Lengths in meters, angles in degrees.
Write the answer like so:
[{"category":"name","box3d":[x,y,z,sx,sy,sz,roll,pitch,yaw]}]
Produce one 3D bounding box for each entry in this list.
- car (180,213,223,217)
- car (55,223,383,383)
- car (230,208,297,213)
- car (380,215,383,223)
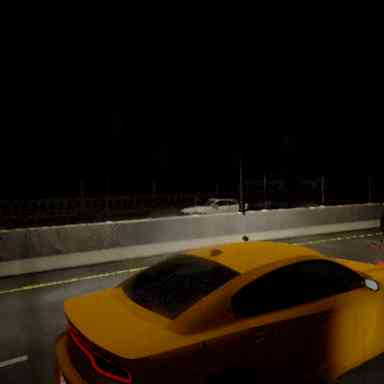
[{"category":"car","box3d":[1.481,1.133,20.822,4.674,1.442,1.812,-2,1,-27]},{"category":"car","box3d":[0.977,1.385,4.190,5.008,1.535,1.882,-2,1,-33]},{"category":"car","box3d":[4.398,1.149,18.401,4.181,1.385,1.994,-2,1,-27]},{"category":"car","box3d":[9.429,1.075,12.875,4.892,1.490,1.837,-2,1,-26]}]
